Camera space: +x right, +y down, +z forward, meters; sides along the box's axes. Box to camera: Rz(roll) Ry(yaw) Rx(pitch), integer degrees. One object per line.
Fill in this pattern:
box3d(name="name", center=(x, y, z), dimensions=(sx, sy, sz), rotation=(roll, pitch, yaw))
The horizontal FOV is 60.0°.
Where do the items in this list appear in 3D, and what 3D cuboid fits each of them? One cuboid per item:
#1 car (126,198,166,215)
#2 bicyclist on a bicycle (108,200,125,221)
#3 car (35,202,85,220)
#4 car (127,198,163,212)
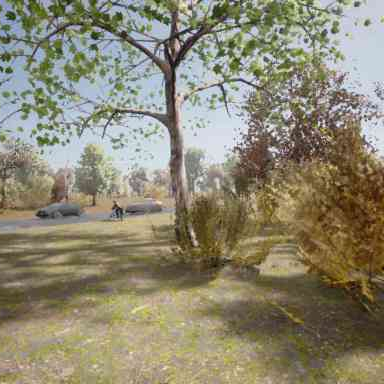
box3d(name="car", center=(-4.790, 1.598, 35.289), dimensions=(2.033, 1.411, 5.357), rotation=(0, 0, 27))
box3d(name="bicyclist on a bicycle", center=(-5.933, 1.483, 26.076), dimensions=(1.656, 1.620, 0.582), rotation=(0, 0, 27))
box3d(name="car", center=(-11.478, 1.605, 29.180), dimensions=(1.994, 1.385, 4.181), rotation=(0, 0, 27))
box3d(name="car", center=(-5.641, 1.543, 40.679), dimensions=(1.882, 1.535, 5.008), rotation=(0, 0, 27))
